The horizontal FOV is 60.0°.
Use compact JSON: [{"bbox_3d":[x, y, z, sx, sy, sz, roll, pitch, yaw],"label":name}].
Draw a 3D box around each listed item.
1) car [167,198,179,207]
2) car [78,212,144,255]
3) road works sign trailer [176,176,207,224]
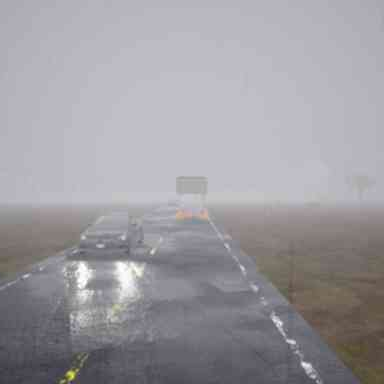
[{"bbox_3d":[-3.080,1.767,55.051,2.033,1.411,5.357,0,0,1],"label":"car"},{"bbox_3d":[-3.105,1.580,13.607,1.812,1.442,4.674,0,0,0],"label":"car"},{"bbox_3d":[-0.011,0.566,25.711,2.380,3.560,2.880,0,0,0],"label":"road works sign trailer"}]
